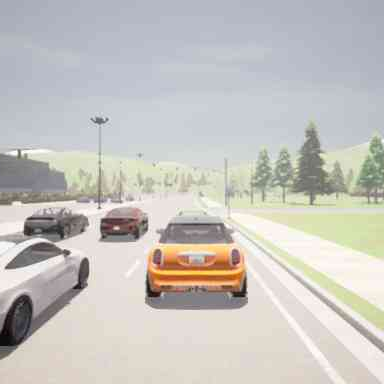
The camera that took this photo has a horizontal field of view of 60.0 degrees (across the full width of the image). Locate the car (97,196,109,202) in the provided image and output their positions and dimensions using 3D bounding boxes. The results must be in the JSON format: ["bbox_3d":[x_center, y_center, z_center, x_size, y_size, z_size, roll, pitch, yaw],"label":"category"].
[{"bbox_3d":[-23.380,1.817,87.149,1.994,1.385,4.181,0,0,0],"label":"car"}]

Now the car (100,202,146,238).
[{"bbox_3d":[-3.509,1.532,17.916,1.882,1.535,5.008,0,0,0],"label":"car"}]

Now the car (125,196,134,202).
[{"bbox_3d":[-16.380,1.790,87.199,2.128,1.511,4.902,0,0,0],"label":"car"}]

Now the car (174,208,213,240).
[{"bbox_3d":[0.031,1.657,18.410,1.895,1.301,4.718,0,0,-1],"label":"car"}]

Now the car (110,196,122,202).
[{"bbox_3d":[-19.880,1.742,87.179,1.882,1.535,5.008,0,0,0],"label":"car"}]

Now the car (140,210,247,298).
[{"bbox_3d":[0.091,1.378,8.745,2.097,1.767,4.553,0,0,0],"label":"car"}]

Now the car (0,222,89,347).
[{"bbox_3d":[-3.428,1.545,6.219,1.812,1.442,4.674,0,0,0],"label":"car"}]

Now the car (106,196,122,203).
[{"bbox_3d":[-16.362,1.813,71.633,1.895,1.301,4.718,0,0,0],"label":"car"}]

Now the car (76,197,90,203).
[{"bbox_3d":[-23.362,1.742,71.598,1.812,1.442,4.674,0,0,0],"label":"car"}]

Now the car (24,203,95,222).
[{"bbox_3d":[-7.005,1.546,17.567,2.128,1.511,4.902,0,0,0],"label":"car"}]

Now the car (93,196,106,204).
[{"bbox_3d":[-19.862,1.770,71.637,1.994,1.385,4.181,0,0,0],"label":"car"}]
